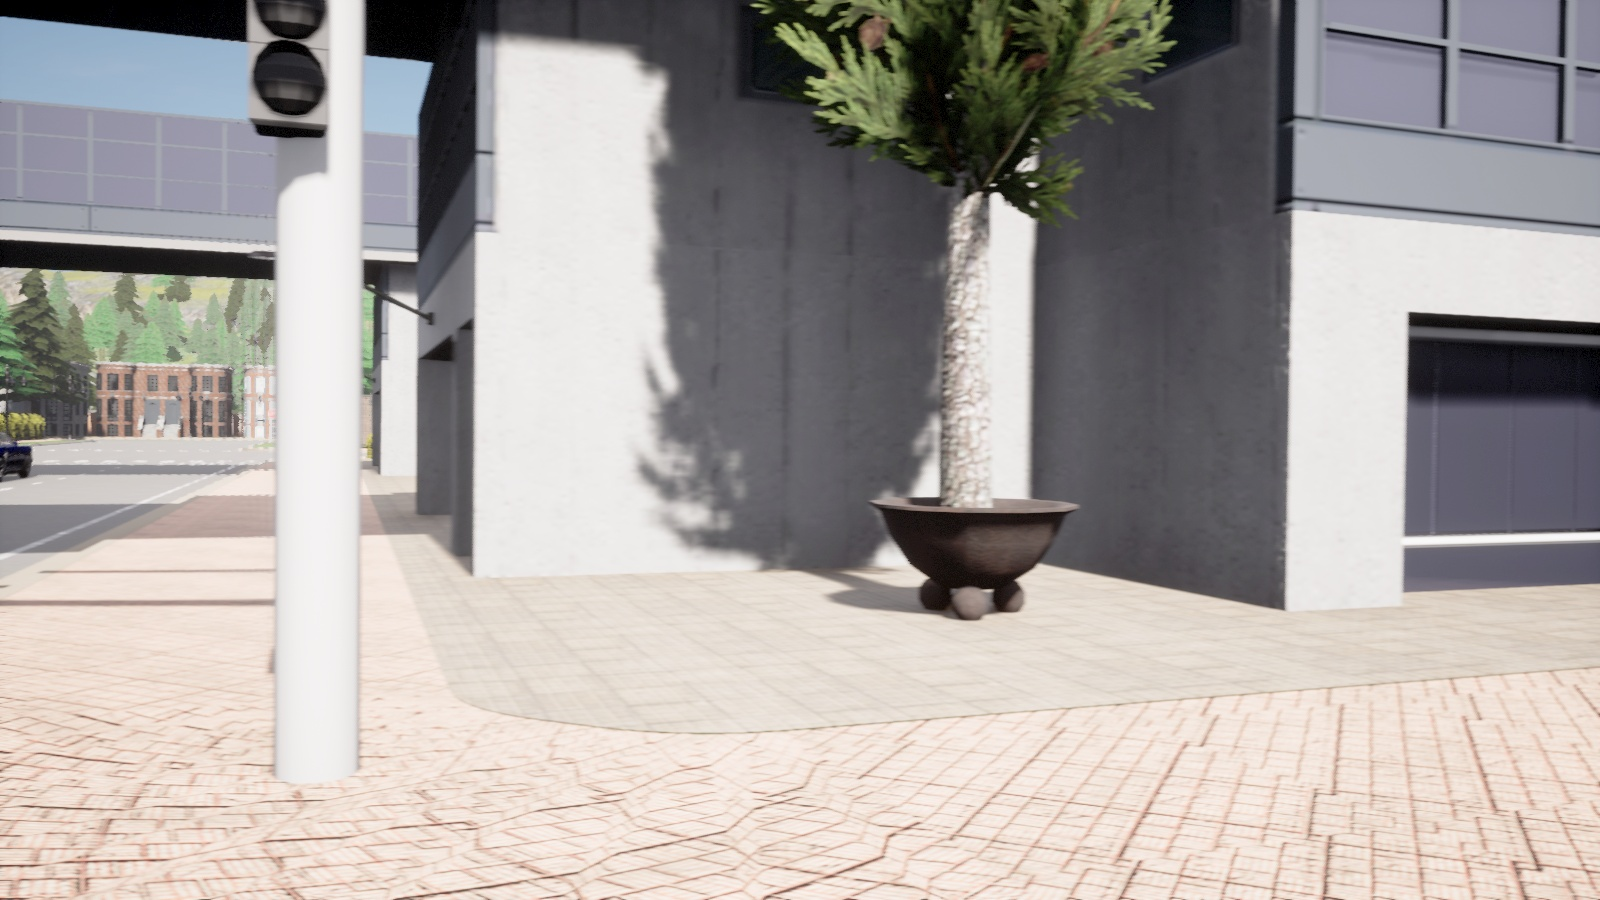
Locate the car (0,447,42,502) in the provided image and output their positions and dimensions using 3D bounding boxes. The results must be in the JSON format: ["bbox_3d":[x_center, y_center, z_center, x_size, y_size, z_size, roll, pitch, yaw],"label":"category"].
[{"bbox_3d":[-21.180,0.596,32.399,1.895,1.301,4.718,-1,1,-20],"label":"car"}]
